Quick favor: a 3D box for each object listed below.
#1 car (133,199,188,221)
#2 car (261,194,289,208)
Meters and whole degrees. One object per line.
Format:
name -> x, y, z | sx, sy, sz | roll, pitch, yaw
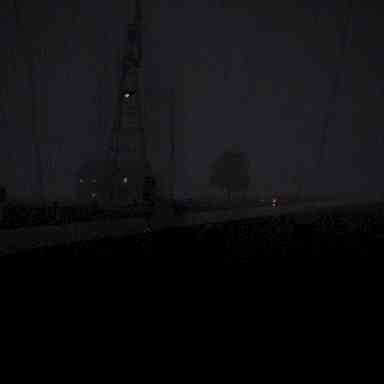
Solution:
car -> -2.376, 1.296, 25.901 | 1.882, 1.535, 5.008 | 1, 1, 37
car -> 10.649, 1.101, 42.721 | 2.097, 1.767, 4.553 | 2, 1, 38
